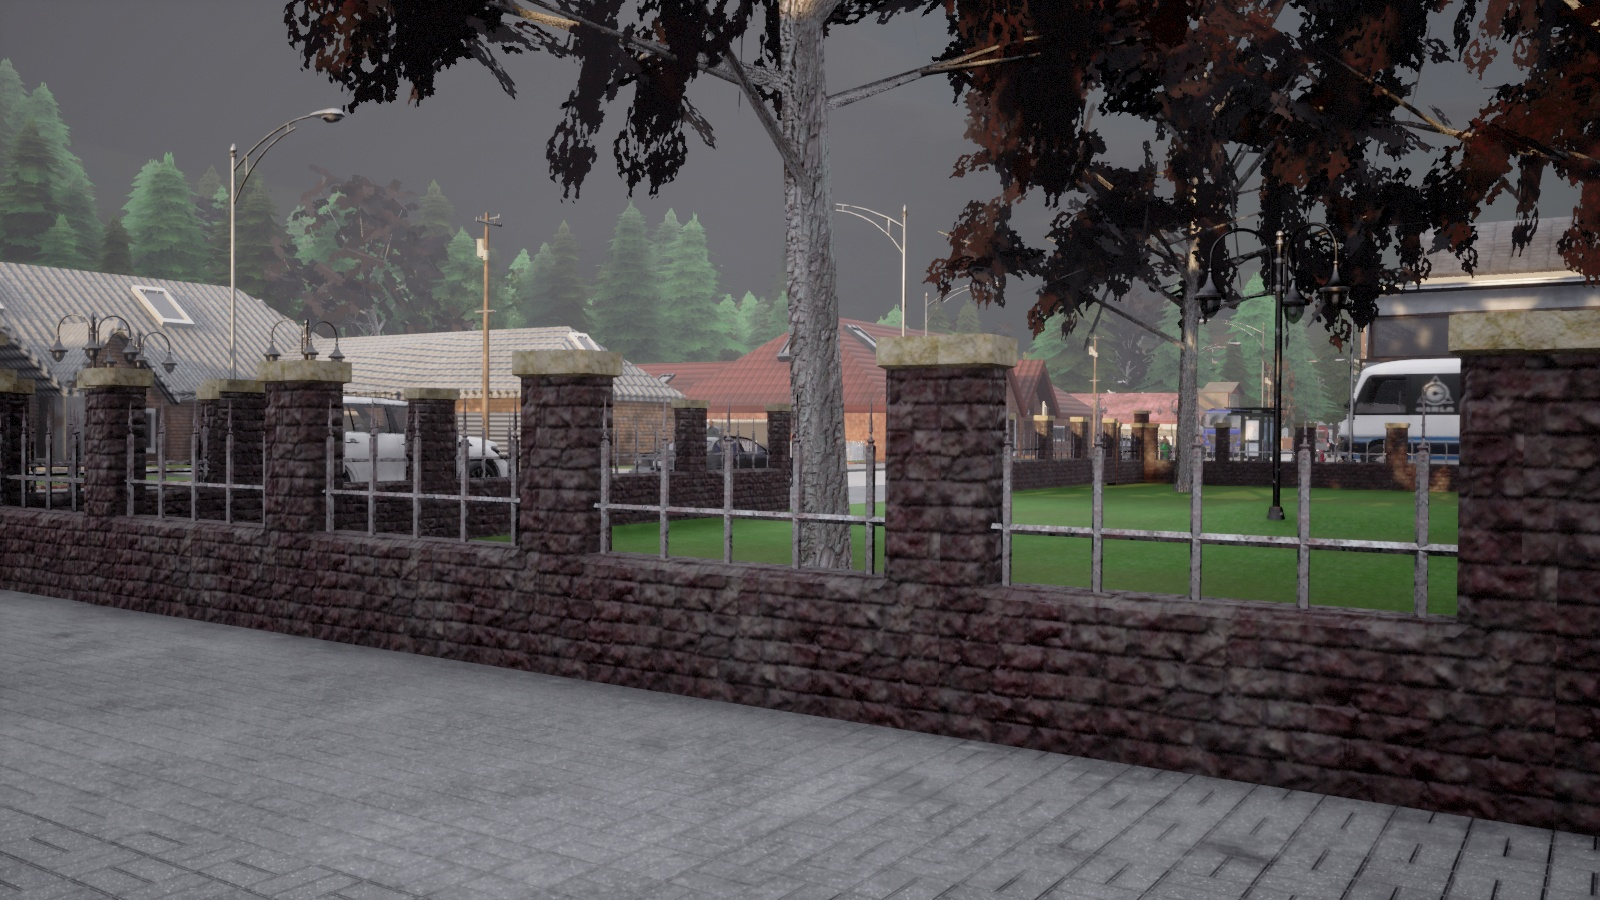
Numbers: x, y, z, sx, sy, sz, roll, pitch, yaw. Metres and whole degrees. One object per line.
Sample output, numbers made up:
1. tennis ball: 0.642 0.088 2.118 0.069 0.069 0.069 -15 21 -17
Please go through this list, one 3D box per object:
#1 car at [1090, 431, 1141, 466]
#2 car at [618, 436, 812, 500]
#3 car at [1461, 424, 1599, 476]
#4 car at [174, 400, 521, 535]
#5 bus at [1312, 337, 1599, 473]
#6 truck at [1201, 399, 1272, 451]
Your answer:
1. car: 13.893 -0.099 55.110 2.033 1.411 5.357 0 1 15
2. car: -1.944 0.375 30.879 2.033 1.411 5.357 0 1 31
3. car: 23.066 -0.023 38.337 5.008 1.535 1.882 0 1 30
4. car: -7.683 0.219 22.017 2.150 2.045 5.566 0 1 32
5. bus: 23.402 -1.444 43.010 10.273 4.253 3.944 0 1 33
6. truck: 30.727 -1.733 88.221 2.891 3.462 7.936 0 1 33
